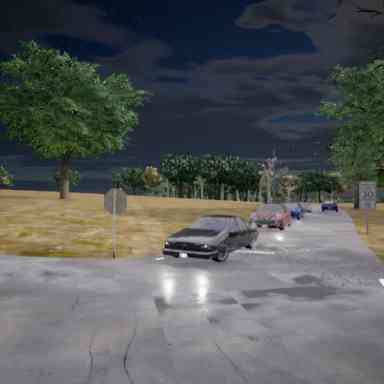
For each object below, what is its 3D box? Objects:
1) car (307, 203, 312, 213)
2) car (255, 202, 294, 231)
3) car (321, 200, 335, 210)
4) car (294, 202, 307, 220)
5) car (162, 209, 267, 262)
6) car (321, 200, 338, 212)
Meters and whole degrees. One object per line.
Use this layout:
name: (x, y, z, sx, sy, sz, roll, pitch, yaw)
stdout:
car: (14.182, 1.982, 42.370, 1.895, 1.301, 4.718, 0, -1, 23)
car: (5.197, 1.488, 21.836, 2.097, 1.767, 4.553, 0, -1, 23)
car: (22.184, 2.057, 54.347, 1.882, 1.535, 5.008, 0, -1, 20)
car: (9.241, 1.720, 30.972, 1.882, 1.535, 5.008, 0, 0, 24)
car: (1.008, 1.593, 12.650, 2.033, 1.411, 5.357, 0, 0, 29)
car: (18.531, 1.902, 44.681, 1.882, 1.535, 5.008, 0, -1, 22)
